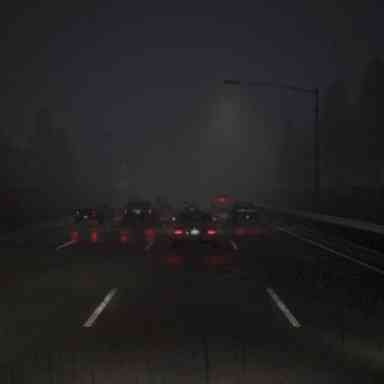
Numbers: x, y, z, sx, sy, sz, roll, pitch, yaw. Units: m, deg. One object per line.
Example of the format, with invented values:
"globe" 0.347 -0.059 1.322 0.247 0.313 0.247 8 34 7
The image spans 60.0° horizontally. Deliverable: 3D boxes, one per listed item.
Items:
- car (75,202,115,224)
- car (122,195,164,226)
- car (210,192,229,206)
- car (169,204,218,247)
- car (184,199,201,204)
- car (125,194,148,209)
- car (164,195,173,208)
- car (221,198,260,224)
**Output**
"car" -6.898 1.434 23.894 1.812 1.442 4.674 0 0 0
"car" -3.397 1.266 22.981 2.097 1.767 4.553 0 0 0
"car" 3.569 1.063 41.784 2.150 2.045 5.566 0 1 0
"car" 0.102 1.491 14.588 2.033 1.411 5.357 0 0 0
"car" 0.018 1.461 36.480 1.895 1.301 4.718 0 0 0
"car" -6.933 1.190 41.954 2.097 1.767 4.553 0 0 0
"car" -3.442 1.195 40.630 2.097 1.767 4.553 0 0 0
"car" 3.603 1.398 23.973 2.128 1.511 4.902 0 0 0
